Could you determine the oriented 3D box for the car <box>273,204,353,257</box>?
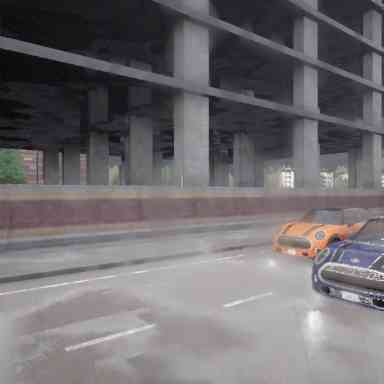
[{"bbox_3d":[5.018,1.352,12.082,4.553,1.767,2.097,0,0,-37],"label":"car"}]

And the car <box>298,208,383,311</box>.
[{"bbox_3d":[4.749,1.351,7.540,4.553,1.767,2.097,0,0,-37],"label":"car"}]
